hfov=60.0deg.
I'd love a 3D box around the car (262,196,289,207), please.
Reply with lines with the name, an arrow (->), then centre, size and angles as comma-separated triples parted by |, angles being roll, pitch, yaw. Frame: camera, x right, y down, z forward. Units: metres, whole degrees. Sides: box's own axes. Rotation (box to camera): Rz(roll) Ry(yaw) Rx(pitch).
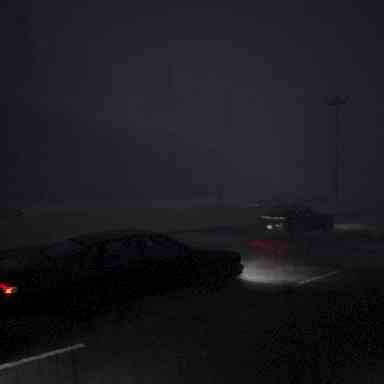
car -> 12.352, 1.301, 48.743 | 1.837, 1.490, 4.892 | 0, 0, 41

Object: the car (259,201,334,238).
car -> 5.484, 1.413, 17.155 | 4.902, 1.511, 2.128 | 0, 0, -40

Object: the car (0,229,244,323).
car -> -1.330, 1.536, 7.210 | 5.357, 1.411, 2.033 | 0, 0, -37

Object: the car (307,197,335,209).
car -> 16.769, 1.348, 43.176 | 1.994, 1.385, 4.181 | 0, 0, 41

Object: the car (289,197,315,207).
car -> 15.611, 1.381, 47.151 | 1.895, 1.301, 4.718 | 0, 0, 41
